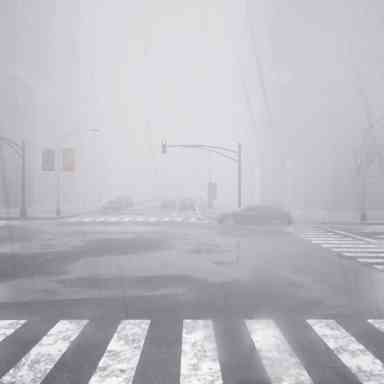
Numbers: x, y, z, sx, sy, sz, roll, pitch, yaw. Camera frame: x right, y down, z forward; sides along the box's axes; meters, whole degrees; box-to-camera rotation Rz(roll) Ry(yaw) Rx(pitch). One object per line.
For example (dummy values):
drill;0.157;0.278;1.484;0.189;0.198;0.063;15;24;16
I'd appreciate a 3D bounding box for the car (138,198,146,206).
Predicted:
car;-9.176;1.564;55.056;1.752;1.417;4.829;0;0;0

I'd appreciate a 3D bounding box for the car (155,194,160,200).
car;-9.295;1.408;76.930;2.192;1.841;5.009;0;0;0

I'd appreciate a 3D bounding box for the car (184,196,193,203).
car;-0.741;1.604;71.710;1.752;1.417;4.829;0;0;0

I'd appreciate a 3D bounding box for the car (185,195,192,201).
car;-0.857;1.685;93.240;1.887;1.381;4.507;0;0;0

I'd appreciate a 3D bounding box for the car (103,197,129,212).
car;-9.090;1.570;38.948;1.947;1.339;4.313;0;0;0

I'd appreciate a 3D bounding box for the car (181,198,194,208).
car;-0.623;1.609;49.840;1.802;1.307;4.206;0;0;0

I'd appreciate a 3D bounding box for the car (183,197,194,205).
car;-0.682;1.596;60.690;1.887;1.381;4.507;0;0;0

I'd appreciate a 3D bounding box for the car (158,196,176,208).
car;-3.272;1.585;47.329;1.994;1.385;4.181;0;0;0

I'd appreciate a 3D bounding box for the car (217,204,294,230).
car;4.109;1.581;21.856;4.892;1.490;1.837;1;1;11

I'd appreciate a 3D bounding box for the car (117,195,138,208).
car;-9.120;1.330;44.374;2.192;1.841;5.009;0;0;0

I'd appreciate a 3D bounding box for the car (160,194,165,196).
car;-9.381;1.685;93.207;1.887;1.381;4.507;0;0;0

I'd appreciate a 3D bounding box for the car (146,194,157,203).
car;-9.265;1.661;71.504;1.802;1.307;4.206;0;0;0

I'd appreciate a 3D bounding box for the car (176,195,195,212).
car;-0.566;1.444;38.991;1.967;1.590;4.097;0;0;0

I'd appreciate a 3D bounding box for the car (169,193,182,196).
car;-3.496;1.441;74.440;2.097;1.767;4.553;0;0;0
